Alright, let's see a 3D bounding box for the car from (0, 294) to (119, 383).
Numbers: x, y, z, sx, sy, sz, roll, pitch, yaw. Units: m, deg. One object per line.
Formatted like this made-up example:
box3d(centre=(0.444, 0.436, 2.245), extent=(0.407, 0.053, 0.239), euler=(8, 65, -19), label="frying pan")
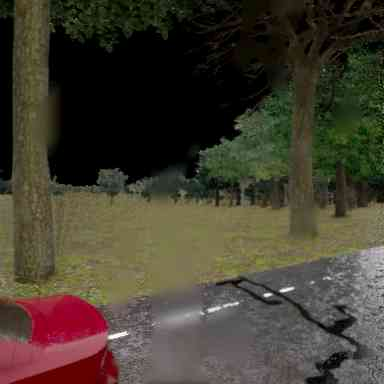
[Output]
box3d(centre=(-2.938, 1.481, 1.897), extent=(5.008, 1.535, 1.882), euler=(0, 0, -35), label="car")
